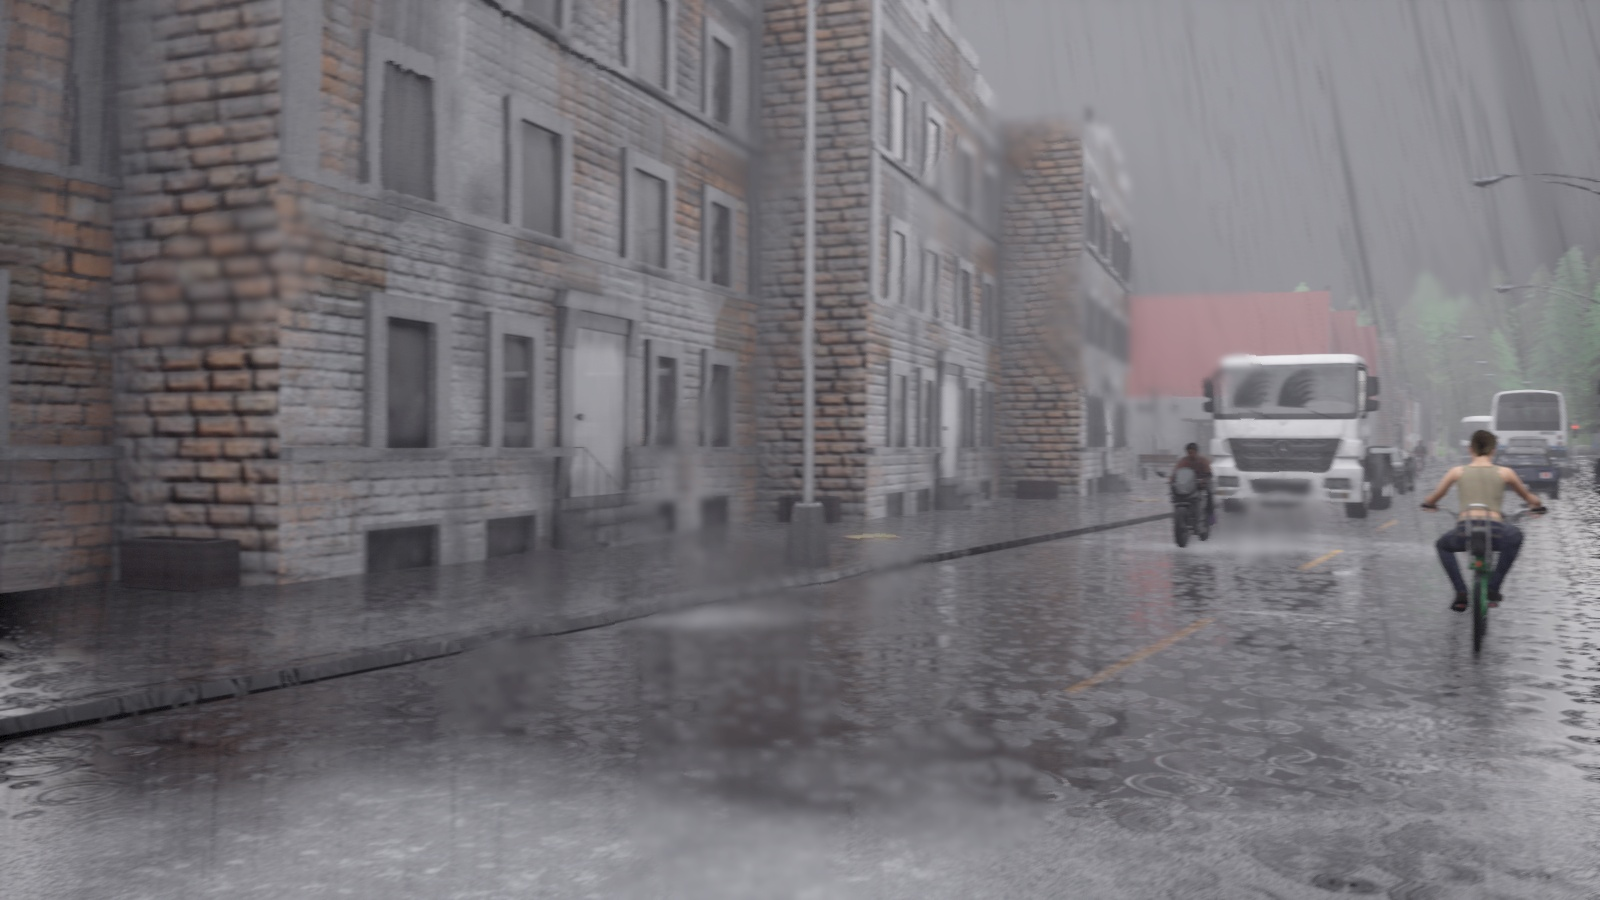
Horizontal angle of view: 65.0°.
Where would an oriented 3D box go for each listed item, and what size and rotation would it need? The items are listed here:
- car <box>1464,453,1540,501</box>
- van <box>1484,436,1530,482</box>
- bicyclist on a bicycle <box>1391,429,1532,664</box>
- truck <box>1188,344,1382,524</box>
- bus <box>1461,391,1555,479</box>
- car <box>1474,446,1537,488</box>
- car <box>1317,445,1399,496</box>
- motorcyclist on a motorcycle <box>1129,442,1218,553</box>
[{"bbox_3d":[21.163,0.775,37.850,1.895,1.301,4.718,1,0,30],"label":"car"},{"bbox_3d":[32.277,0.393,57.305,1.775,1.987,4.442,1,0,30],"label":"van"},{"bbox_3d":[5.023,0.661,9.500,0.866,1.612,1.509,1,0,30],"label":"bicyclist on a bicycle"},{"bbox_3d":[11.155,-0.328,28.340,2.891,3.462,7.936,1,0,30],"label":"truck"},{"bbox_3d":[37.124,-0.751,65.756,3.944,4.253,10.273,1,0,30],"label":"bus"},{"bbox_3d":[27.271,0.603,48.548,2.007,1.525,4.514,1,0,30],"label":"car"},{"bbox_3d":[17.987,0.611,40.354,1.882,1.535,5.008,1,0,30],"label":"car"},{"bbox_3d":[5.509,0.654,18.447,0.797,1.523,2.044,1,0,30],"label":"motorcyclist on a motorcycle"}]
